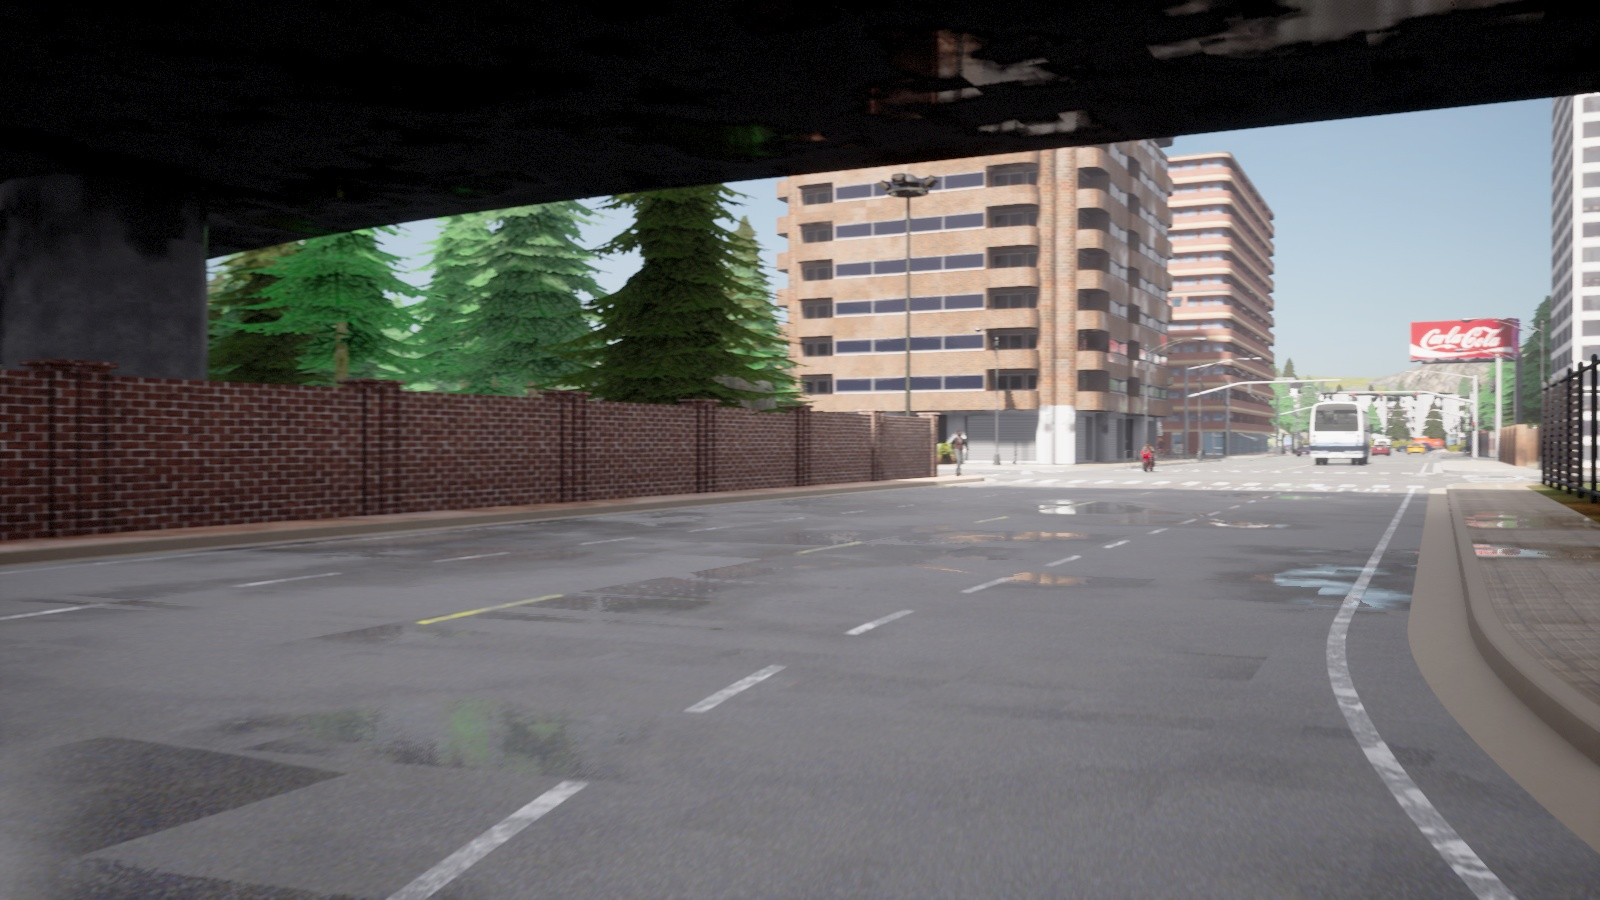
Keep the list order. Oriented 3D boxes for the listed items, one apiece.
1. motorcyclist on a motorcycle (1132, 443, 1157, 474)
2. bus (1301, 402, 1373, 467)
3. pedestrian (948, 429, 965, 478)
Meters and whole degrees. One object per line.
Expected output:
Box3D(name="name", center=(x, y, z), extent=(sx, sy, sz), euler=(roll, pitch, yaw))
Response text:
Box3D(name="motorcyclist on a motorcycle", center=(17.316, 0.398, 63.038), extent=(0.797, 1.523, 2.044), euler=(0, 0, 27))
Box3D(name="bus", center=(37.606, -1.046, 87.698), extent=(3.944, 4.253, 10.273), euler=(0, 0, 27))
Box3D(name="pedestrian", center=(6.137, 0.130, 49.303), extent=(0.402, 1.930, 0.666), euler=(0, 0, -17))
